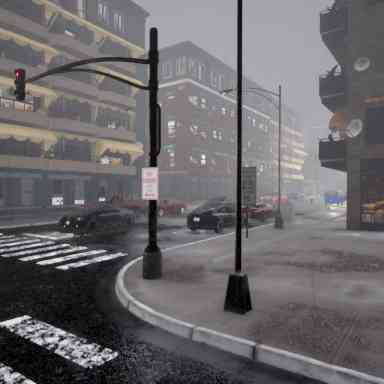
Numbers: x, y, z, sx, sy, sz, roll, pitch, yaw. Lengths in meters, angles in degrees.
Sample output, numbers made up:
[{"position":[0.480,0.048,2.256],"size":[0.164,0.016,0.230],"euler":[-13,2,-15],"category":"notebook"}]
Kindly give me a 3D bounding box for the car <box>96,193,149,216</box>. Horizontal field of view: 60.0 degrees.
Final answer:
[{"position":[-5.403,1.031,22.794],"size":[2.192,1.841,5.009],"euler":[2,2,35],"category":"car"}]

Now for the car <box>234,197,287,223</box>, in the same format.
[{"position":[4.631,1.283,22.504],"size":[1.802,1.307,4.206],"euler":[2,2,35],"category":"car"}]

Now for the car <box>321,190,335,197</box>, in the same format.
[{"position":[29.845,0.379,72.921],"size":[1.887,1.381,4.507],"euler":[2,2,35],"category":"car"}]

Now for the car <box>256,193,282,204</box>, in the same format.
[{"position":[10.617,0.881,45.582],"size":[1.947,1.339,4.313],"euler":[2,2,35],"category":"car"}]

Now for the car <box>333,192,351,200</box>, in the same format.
[{"position":[25.897,0.696,57.261],"size":[1.895,1.301,4.718],"euler":[1,1,35],"category":"car"}]

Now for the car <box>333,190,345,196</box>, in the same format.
[{"position":[36.253,0.257,82.034],"size":[1.802,1.307,4.206],"euler":[2,2,35],"category":"car"}]

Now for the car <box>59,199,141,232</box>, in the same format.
[{"position":[-5.198,1.348,18.613],"size":[1.994,1.385,4.181],"euler":[1,1,35],"category":"car"}]

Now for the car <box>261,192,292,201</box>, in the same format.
[{"position":[9.848,0.759,39.965],"size":[2.097,1.767,4.553],"euler":[1,1,35],"category":"car"}]

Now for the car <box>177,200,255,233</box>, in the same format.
[{"position":[1.426,1.348,17.947],"size":[1.947,1.339,4.313],"euler":[2,2,35],"category":"car"}]

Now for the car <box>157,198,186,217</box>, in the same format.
[{"position":[-2.201,1.181,27.356],"size":[1.887,1.381,4.507],"euler":[2,2,35],"category":"car"}]

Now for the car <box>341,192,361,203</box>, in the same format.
[{"position":[23.858,0.764,49.842],"size":[1.887,1.381,4.507],"euler":[2,2,35],"category":"car"}]

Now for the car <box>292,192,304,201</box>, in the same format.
[{"position":[17.026,0.720,54.695],"size":[1.947,1.339,4.313],"euler":[2,2,35],"category":"car"}]

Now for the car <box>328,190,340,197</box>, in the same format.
[{"position":[33.049,0.337,77.478],"size":[1.802,1.307,4.206],"euler":[2,2,35],"category":"car"}]

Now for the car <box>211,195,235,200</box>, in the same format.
[{"position":[2.730,1.091,29.879],"size":[1.837,1.490,4.892],"euler":[1,1,35],"category":"car"}]

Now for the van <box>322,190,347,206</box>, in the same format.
[{"position":[17.452,0.721,40.725],"size":[1.690,1.788,3.998],"euler":[2,2,35],"category":"van"}]
